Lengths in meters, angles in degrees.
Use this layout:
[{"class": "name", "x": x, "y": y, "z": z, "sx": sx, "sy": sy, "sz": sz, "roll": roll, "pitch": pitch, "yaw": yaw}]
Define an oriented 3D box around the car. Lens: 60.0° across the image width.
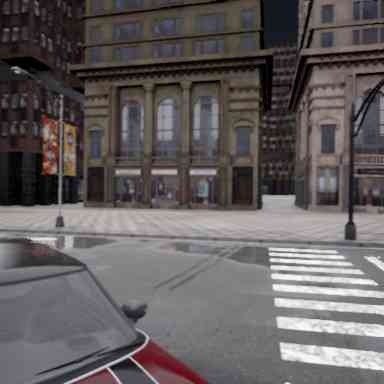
[{"class": "car", "x": -1.530, "y": 1.328, "z": 2.668, "sx": 2.097, "sy": 1.767, "sz": 4.553, "roll": 0, "pitch": 0, "yaw": -39}]
